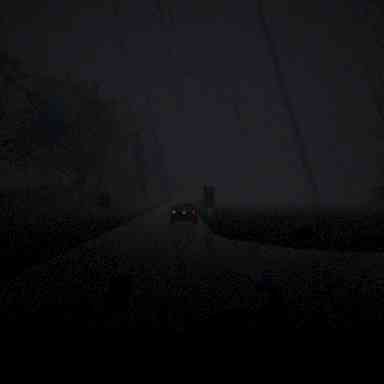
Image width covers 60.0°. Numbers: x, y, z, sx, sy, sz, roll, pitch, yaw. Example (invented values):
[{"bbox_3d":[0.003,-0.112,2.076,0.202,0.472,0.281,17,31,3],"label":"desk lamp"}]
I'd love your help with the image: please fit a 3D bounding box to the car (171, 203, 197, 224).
[{"bbox_3d":[-0.701,1.703,28.691,2.097,1.767,4.553,0,-1,-1],"label":"car"}]
